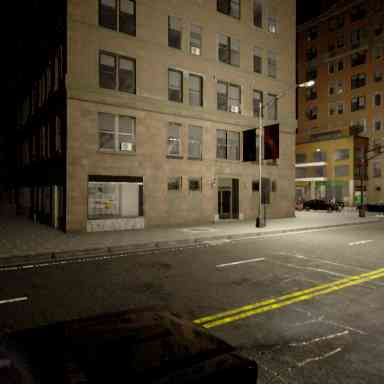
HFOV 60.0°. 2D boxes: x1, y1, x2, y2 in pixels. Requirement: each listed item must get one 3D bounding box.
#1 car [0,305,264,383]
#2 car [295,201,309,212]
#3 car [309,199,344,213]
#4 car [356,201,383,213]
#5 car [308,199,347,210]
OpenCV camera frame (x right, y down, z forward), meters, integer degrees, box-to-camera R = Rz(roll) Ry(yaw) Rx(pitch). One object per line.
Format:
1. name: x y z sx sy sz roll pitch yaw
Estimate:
1. car: -1.700 1.601 2.230 4.718 1.301 1.895 0 0 -35
2. car: 10.828 1.420 38.350 1.967 1.590 4.097 0 0 -35
3. car: 14.563 1.516 37.435 1.812 1.442 4.674 0 0 -35
4. car: 19.723 1.603 34.572 1.895 1.301 4.718 0 0 -41
5. car: 17.405 1.576 42.947 1.947 1.339 4.313 0 0 -35
